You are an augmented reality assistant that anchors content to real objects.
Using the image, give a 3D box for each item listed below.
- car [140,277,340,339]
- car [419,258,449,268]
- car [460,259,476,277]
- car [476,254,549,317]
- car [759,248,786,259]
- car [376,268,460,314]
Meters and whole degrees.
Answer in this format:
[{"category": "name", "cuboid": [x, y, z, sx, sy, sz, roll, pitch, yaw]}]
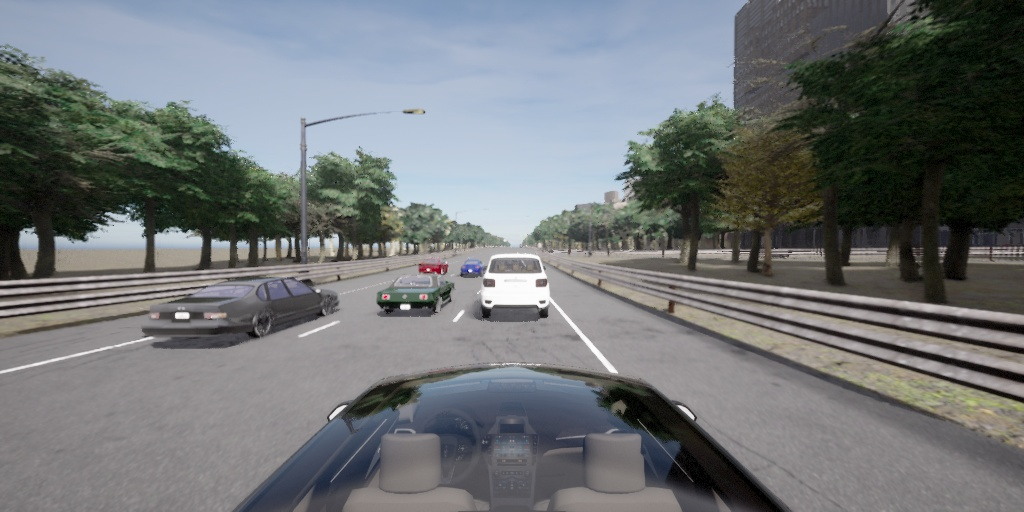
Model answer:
[{"category": "car", "cuboid": [-6.898, 1.288, 10.005, 2.033, 1.411, 5.357, 0, 0, 0]}, {"category": "car", "cuboid": [-6.896, 0.914, 31.979, 1.882, 1.535, 5.008, 0, 2, 0]}, {"category": "car", "cuboid": [-3.397, 0.976, 31.489, 1.812, 1.442, 4.674, 0, 1, 0]}, {"category": "car", "cuboid": [0.099, 0.951, 13.168, 2.150, 2.045, 5.566, 0, 0, 0]}, {"category": "car", "cuboid": [35.765, -0.376, 50.018, 1.812, 1.442, 4.674, -1, 1, -38]}, {"category": "car", "cuboid": [-3.398, 1.328, 13.678, 1.895, 1.301, 4.718, 0, 0, 0]}]
